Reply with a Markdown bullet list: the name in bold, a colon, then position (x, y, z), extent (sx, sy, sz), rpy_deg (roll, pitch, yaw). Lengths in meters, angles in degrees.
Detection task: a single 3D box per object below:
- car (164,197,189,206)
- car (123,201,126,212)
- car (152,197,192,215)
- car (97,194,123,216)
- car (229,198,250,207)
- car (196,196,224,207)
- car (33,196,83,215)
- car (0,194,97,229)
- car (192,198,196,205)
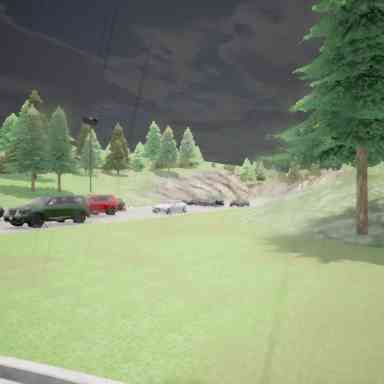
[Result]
- **car**: position (-2.466, 1.525, 54.308), extent (1.812, 1.442, 4.674), rpy_deg (0, 0, 31)
- **car**: position (-9.292, 1.352, 36.175), extent (2.097, 1.767, 4.553), rpy_deg (0, 0, 31)
- **car**: position (-2.209, 1.525, 34.377), extent (1.812, 1.442, 4.674), rpy_deg (0, 0, 31)
- **car**: position (-9.091, 1.221, 29.681), extent (2.150, 2.045, 5.566), rpy_deg (0, 0, 31)
- **car**: position (7.212, 1.600, 50.007), extent (1.994, 1.385, 4.181), rpy_deg (0, 0, 31)
- **car**: position (3.094, 1.351, 49.986), extent (2.097, 1.767, 4.553), rpy_deg (0, 0, 31)
- **car**: position (-14.014, 1.353, 35.090), extent (2.097, 1.767, 4.553), rpy_deg (0, 0, 31)
- **car**: position (-9.431, 1.221, 22.272), extent (2.150, 2.045, 5.566), rpy_deg (0, 0, 31)
- **car**: position (1.119, 1.569, 53.462), extent (1.994, 1.385, 4.181), rpy_deg (0, 0, 31)
